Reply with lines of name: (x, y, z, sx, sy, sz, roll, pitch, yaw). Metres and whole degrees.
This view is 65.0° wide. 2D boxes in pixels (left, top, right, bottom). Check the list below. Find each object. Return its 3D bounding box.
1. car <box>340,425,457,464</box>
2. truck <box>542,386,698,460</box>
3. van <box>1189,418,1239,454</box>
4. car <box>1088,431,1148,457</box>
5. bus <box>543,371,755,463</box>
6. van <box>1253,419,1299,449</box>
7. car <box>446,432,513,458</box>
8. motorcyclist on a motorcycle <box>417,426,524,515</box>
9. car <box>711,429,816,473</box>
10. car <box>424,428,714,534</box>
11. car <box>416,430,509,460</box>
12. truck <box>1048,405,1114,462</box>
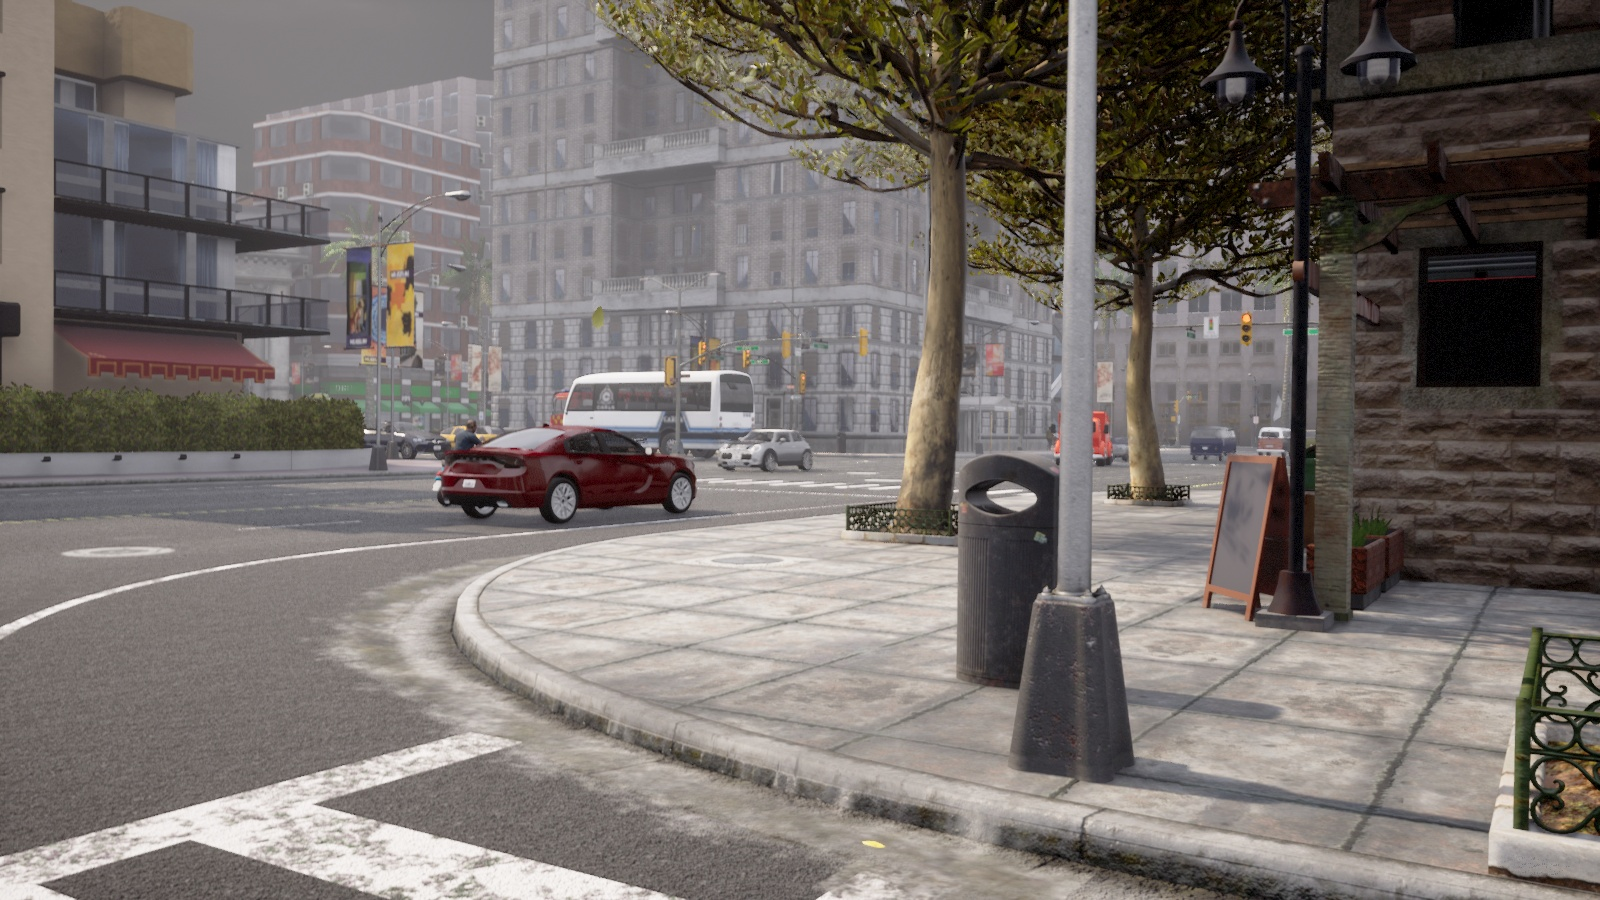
car: (-17.737, -0.243, 55.372, 5.027, 1.651, 2.152, 0, 1, 32)
truck: (-9.824, -1.438, 68.094, 8.468, 3.827, 2.891, 0, 1, 32)
van: (23.679, -0.796, 71.748, 1.775, 1.987, 4.442, 0, 1, 32)
car: (17.187, -0.344, 67.798, 1.895, 1.301, 4.718, 0, 1, 30)
bus: (-7.619, -1.577, 62.584, 10.273, 4.253, 3.944, 0, 1, 32)
van: (32.653, -1.109, 86.100, 2.069, 2.038, 4.480, 0, 1, 32)
car: (-18.822, -0.289, 73.742, 3.633, 1.501, 1.845, 0, 1, 32)
motorcyclist on a motorcycle: (-6.129, 0.357, 23.470, 0.866, 1.590, 1.817, 0, 1, 32)
car: (-1.252, 0.004, 44.692, 1.970, 1.475, 3.806, 0, 1, 32)
car: (-3.656, 0.405, 20.878, 1.882, 1.535, 5.008, 0, 1, 31)
car: (-18.734, -0.299, 69.558, 5.366, 1.575, 1.801, 0, 1, 32)
truck: (12.861, -0.737, 57.258, 2.627, 2.467, 5.204, 0, 1, 16)
